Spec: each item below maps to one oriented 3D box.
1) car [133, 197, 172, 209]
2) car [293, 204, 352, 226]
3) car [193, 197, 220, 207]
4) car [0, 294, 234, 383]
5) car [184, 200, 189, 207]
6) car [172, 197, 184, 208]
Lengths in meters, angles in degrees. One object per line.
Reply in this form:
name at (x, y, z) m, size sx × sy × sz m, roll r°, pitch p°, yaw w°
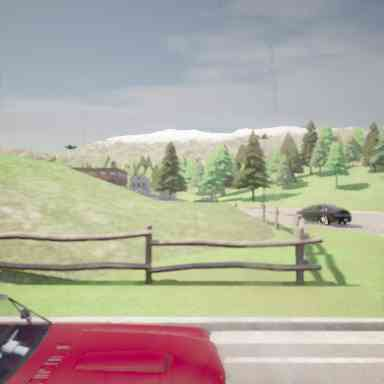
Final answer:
car at (-6.051, 1.714, 48.457) m, size 5.357 × 1.411 × 2.033 m, roll 0°, pitch 0°, yaw 30°
car at (9.686, 1.668, 25.152) m, size 1.837 × 1.490 × 4.892 m, roll 1°, pitch 0°, yaw -22°
car at (2.358, 1.600, 55.825) m, size 4.553 × 1.767 × 2.097 m, roll 0°, pitch 0°, yaw 35°
car at (-1.966, 1.599, 2.628) m, size 4.718 × 1.301 × 1.895 m, roll 0°, pitch 0°, yaw 0°
car at (-2.570, 1.778, 54.717) m, size 4.181 × 1.385 × 1.994 m, roll 0°, pitch 0°, yaw 31°
car at (-4.109, 1.541, 51.290) m, size 4.553 × 1.767 × 2.097 m, roll 0°, pitch 0°, yaw 31°
